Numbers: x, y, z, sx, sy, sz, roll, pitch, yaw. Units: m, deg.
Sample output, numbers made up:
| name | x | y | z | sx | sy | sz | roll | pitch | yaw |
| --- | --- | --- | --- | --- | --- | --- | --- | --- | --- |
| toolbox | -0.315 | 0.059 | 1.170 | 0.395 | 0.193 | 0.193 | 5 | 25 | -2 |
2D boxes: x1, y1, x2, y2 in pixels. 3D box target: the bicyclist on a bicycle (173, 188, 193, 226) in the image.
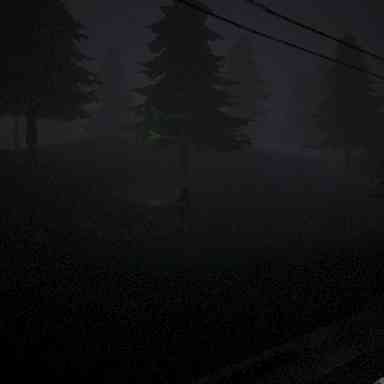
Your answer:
| name | x | y | z | sx | sy | sz | roll | pitch | yaw |
| --- | --- | --- | --- | --- | --- | --- | --- | --- | --- |
| bicyclist on a bicycle | -0.374 | 0.650 | 15.742 | 0.582 | 1.620 | 1.656 | -3 | 22 | -37 |
